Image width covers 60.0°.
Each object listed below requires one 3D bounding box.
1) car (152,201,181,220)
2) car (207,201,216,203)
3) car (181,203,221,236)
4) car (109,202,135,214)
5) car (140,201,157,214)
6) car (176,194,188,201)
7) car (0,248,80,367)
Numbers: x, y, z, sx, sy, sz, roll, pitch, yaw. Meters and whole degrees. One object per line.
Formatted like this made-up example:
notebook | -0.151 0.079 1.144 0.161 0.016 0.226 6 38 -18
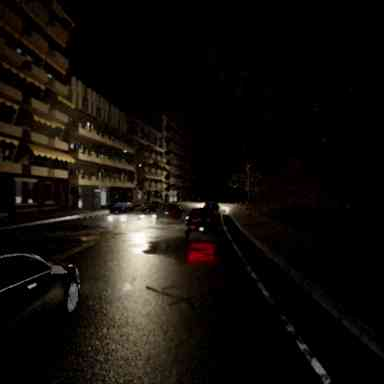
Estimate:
car | -2.024 1.800 30.446 1.994 1.385 4.181 0 0 4
car | 2.784 1.968 47.237 1.994 1.385 4.181 0 -1 6
car | 0.594 1.657 19.597 1.837 1.490 4.892 0 0 3
car | -8.071 1.889 38.735 1.895 1.301 4.718 0 0 5
car | -4.736 1.810 39.364 1.837 1.490 4.892 0 -1 6
car | -2.260 1.581 79.975 2.150 2.045 5.566 0 -1 11
car | -3.107 1.527 4.615 1.837 1.490 4.892 0 0 1
